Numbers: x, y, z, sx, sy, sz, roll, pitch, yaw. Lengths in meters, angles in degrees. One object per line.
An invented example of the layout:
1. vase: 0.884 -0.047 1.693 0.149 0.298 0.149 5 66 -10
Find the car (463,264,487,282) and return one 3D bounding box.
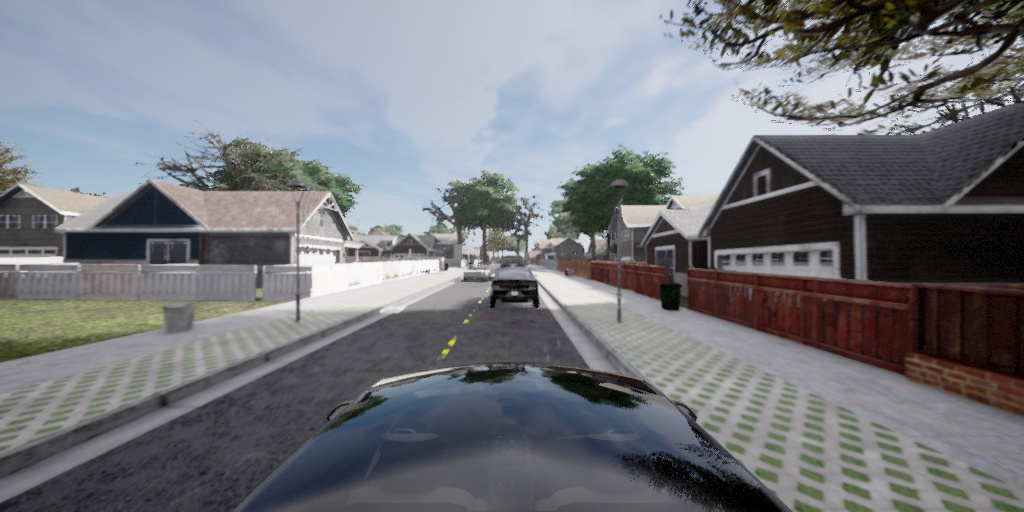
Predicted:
1. car: -2.753 1.325 28.604 1.895 1.301 4.718 0 0 0

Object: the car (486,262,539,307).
1. car: 0.097 1.197 15.397 1.882 1.535 5.008 0 0 0

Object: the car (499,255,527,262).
1. car: 0.090 0.951 31.043 2.150 2.045 5.566 0 0 0
